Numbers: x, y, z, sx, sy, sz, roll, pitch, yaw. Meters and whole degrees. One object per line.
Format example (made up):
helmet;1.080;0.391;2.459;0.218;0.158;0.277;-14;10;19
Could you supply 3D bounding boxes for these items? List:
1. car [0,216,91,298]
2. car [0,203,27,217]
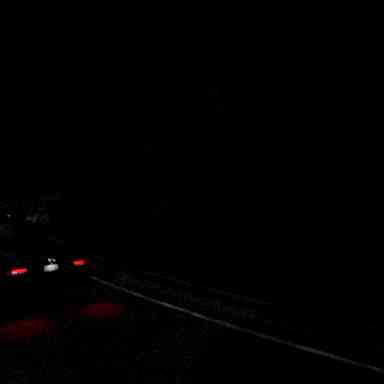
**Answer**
car;-4.485;1.587;8.622;2.033;1.411;5.357;0;0;-41
car;-14.471;1.594;26.687;1.882;1.535;5.008;0;0;-24
